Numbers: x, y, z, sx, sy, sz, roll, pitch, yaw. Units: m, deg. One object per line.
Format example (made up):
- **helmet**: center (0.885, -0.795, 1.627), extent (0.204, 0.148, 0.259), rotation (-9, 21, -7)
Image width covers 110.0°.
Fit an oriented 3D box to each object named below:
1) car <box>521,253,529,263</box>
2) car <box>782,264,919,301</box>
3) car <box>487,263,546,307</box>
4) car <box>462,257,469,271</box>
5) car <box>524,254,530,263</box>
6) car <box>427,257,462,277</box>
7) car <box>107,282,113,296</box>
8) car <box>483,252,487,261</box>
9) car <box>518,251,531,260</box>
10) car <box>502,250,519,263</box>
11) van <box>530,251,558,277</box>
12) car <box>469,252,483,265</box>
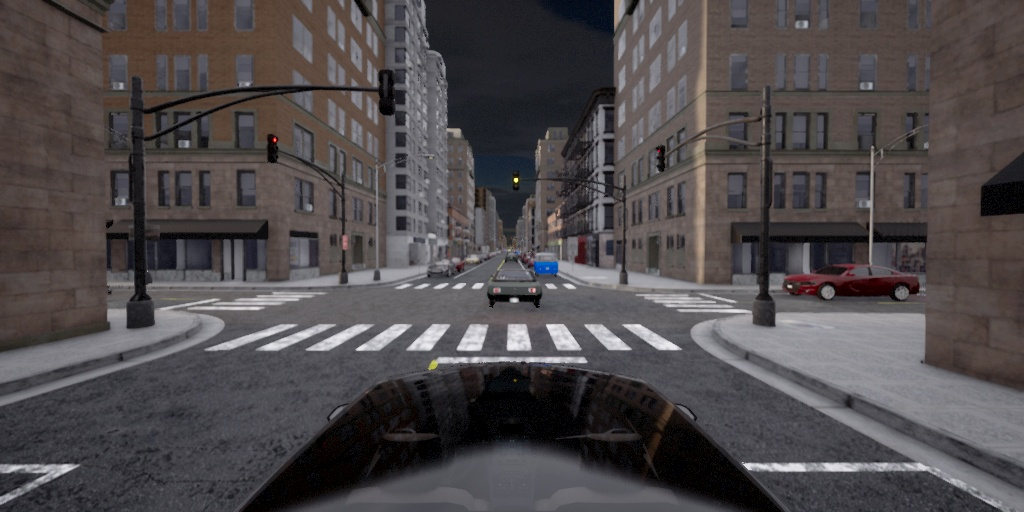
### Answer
- **car**: center (2.542, 0.521, 50.707), extent (1.802, 1.307, 4.207), rotation (0, 0, 0)
- **car**: center (14.788, 1.093, 15.841), extent (5.008, 1.535, 1.882), rotation (0, 1, 1)
- **car**: center (0.084, 1.154, 14.301), extent (1.895, 1.301, 4.718), rotation (0, 1, 0)
- **car**: center (-5.450, 0.769, 33.642), extent (1.888, 1.381, 4.507), rotation (0, 0, 0)
- **car**: center (2.564, 0.712, 39.346), extent (1.802, 1.307, 4.207), rotation (0, 0, 0)
- **car**: center (-5.439, 0.868, 27.961), extent (2.007, 1.370, 4.403), rotation (0, 0, 0)
- **car**: center (-17.758, 1.016, 12.779), extent (5.357, 1.411, 2.033), rotation (0, 1, 0)
- **car**: center (-5.494, 0.408, 56.367), extent (1.948, 1.339, 4.313), rotation (0, 0, 0)
- **car**: center (2.531, 0.156, 56.388), extent (2.192, 1.841, 5.009), rotation (0, 0, 0)
- **car**: center (-0.109, 0.172, 57.644), extent (2.097, 1.767, 4.553), rotation (0, 1, 0)
- **van**: center (2.586, 0.658, 27.985), extent (1.690, 1.789, 3.998), rotation (0, 0, 0)
- **car**: center (-5.483, 0.465, 50.516), extent (1.751, 1.417, 4.829), rotation (0, 0, 0)
